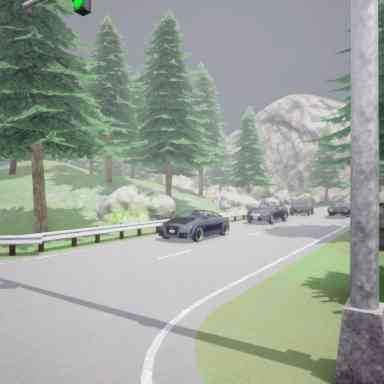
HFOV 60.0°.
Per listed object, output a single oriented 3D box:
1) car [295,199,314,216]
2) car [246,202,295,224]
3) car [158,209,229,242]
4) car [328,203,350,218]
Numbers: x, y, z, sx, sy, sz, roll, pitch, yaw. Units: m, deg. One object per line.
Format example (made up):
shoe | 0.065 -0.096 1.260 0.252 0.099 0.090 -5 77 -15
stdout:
car | 11.145 1.523 33.544 1.837 1.490 4.892 0 0 27
car | 5.706 1.508 24.895 2.128 1.511 4.902 0 0 34
car | 0.199 1.579 16.613 1.994 1.385 4.181 0 0 34
car | 14.097 1.644 31.028 1.895 1.301 4.718 0 0 33
